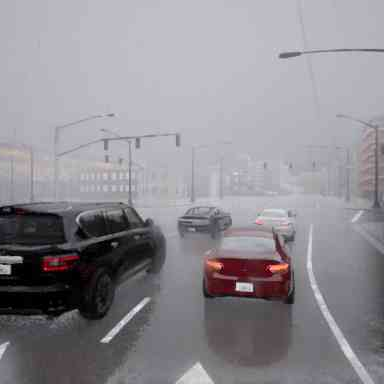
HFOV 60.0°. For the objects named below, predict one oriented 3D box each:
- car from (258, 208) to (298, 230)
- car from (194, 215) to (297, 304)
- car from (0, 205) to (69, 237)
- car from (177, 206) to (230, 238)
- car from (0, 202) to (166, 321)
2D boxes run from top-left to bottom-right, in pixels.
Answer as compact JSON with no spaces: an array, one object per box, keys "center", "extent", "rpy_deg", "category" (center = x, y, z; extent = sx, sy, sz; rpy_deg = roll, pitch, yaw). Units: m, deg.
[{"center":[4.203,1.526,16.582],"extent":[1.812,1.442,4.674],"rpy_deg":[0,0,20],"category":"car"},{"center":[1.458,1.526,8.150],"extent":[1.812,1.442,4.674],"rpy_deg":[0,0,13],"category":"car"},{"center":[-9.824,1.547,19.444],"extent":[2.033,1.411,5.357],"rpy_deg":[0,0,20],"category":"car"},{"center":[0.797,1.491,17.316],"extent":[2.128,1.511,4.902],"rpy_deg":[0,0,19],"category":"car"},{"center":[-2.277,1.224,7.566],"extent":[2.150,2.045,5.566],"rpy_deg":[0,0,12],"category":"car"}]
